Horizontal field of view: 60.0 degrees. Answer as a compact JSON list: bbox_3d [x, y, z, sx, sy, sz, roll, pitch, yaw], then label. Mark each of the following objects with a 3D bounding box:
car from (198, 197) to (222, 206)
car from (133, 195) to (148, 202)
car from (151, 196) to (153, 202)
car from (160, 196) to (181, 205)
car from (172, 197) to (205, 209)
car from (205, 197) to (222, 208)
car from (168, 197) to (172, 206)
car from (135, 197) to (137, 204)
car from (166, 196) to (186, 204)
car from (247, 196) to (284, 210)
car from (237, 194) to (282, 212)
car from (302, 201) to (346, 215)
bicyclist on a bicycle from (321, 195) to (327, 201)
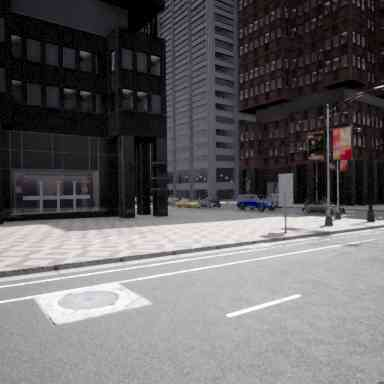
[{"bbox_3d":[3.107,1.614,58.821,1.887,1.381,4.507,-1,1,-36],"label":"car"},{"bbox_3d":[-12.660,1.620,80.893,1.967,1.590,4.097,-1,1,-36],"label":"car"},{"bbox_3d":[-9.507,1.597,76.478,1.967,1.590,4.097,-1,1,-36],"label":"car"},{"bbox_3d":[-4.273,1.651,64.575,1.837,1.490,4.892,-1,1,-36],"label":"car"},{"bbox_3d":[-0.581,1.701,49.318,1.752,1.417,4.829,-1,1,-36],"label":"car"},{"bbox_3d":[2.484,1.694,49.625,1.994,1.385,4.181,-1,0,-35],"label":"car"},{"bbox_3d":[-3.309,1.731,57.800,1.994,1.385,4.181,-1,0,-35],"label":"car"},{"bbox_3d":[-10.141,1.821,62.703,1.802,1.307,4.206,-1,1,-36],"label":"car"},{"bbox_3d":[-3.299,1.638,67.788,1.752,1.417,4.829,-1,1,-36],"label":"car"},{"bbox_3d":[9.817,1.405,44.830,2.097,1.767,4.553,-1,0,-35],"label":"car"},{"bbox_3d":[8.038,1.318,41.829,2.150,2.045,5.566,-1,0,-36],"label":"car"},{"bbox_3d":[13.495,1.627,34.203,1.994,1.385,4.181,-1,0,-36],"label":"car"},{"bbox_3d":[17.380,1.254,43.770,1.656,1.620,0.582,-1,1,-36],"label":"bicyclist on a bicycle"}]
